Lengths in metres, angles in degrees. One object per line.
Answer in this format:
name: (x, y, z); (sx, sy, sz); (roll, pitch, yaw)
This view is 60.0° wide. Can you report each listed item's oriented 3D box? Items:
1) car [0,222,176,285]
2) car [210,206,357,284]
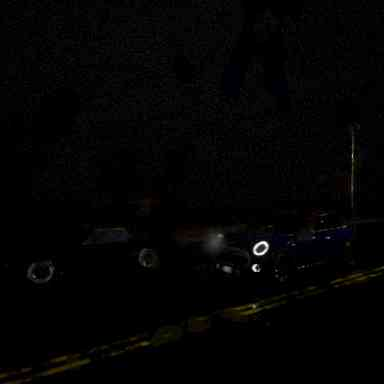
car: (-2.908, 1.589, 9.585); (4.718, 1.301, 1.895); (0, 0, -35)
car: (2.702, 1.320, 9.578); (4.553, 1.767, 2.097); (0, 0, -35)
